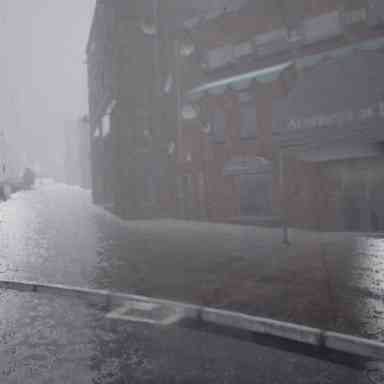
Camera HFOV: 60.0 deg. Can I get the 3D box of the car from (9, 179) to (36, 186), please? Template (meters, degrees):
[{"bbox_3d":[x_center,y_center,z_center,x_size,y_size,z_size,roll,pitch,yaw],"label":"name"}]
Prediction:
[{"bbox_3d":[-38.082,-2.120,74.703,4.892,1.521,2.231,-3,4,-40],"label":"car"}]

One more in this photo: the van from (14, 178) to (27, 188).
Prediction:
[{"bbox_3d":[-31.673,-1.295,57.640,4.442,1.987,1.878,-3,4,-40],"label":"van"}]

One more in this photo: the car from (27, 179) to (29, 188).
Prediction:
[{"bbox_3d":[-32.834,-1.366,60.405,4.553,1.767,2.185,-3,4,-40],"label":"car"}]

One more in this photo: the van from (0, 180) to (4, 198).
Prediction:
[{"bbox_3d":[-24.329,-0.057,37.661,4.442,1.987,1.878,-3,4,-40],"label":"van"}]

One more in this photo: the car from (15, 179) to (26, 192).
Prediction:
[{"bbox_3d":[-30.714,-0.887,54.719,4.892,1.521,2.231,-3,4,-40],"label":"car"}]

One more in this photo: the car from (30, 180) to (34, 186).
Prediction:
[{"bbox_3d":[-35.935,-1.743,69.020,4.792,1.488,2.163,-3,4,-40],"label":"car"}]

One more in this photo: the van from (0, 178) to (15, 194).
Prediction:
[{"bbox_3d":[-27.650,-0.578,46.067,4.442,1.987,1.878,-3,5,-40],"label":"van"}]
